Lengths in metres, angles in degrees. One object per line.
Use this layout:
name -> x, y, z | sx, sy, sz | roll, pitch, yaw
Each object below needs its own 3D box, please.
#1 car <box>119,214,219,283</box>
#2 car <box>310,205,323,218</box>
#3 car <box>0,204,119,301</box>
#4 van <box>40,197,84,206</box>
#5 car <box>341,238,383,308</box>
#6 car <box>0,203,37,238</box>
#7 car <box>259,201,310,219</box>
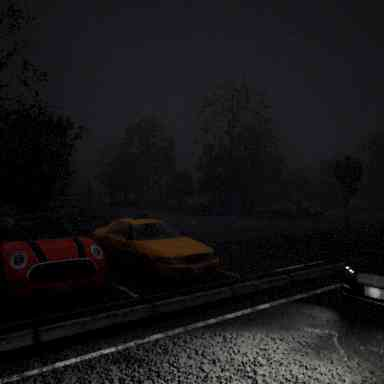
car -> -1.389, 1.485, 10.089 | 1.946, 1.575, 5.366 | 0, 0, -36
car -> 11.278, 1.752, 34.599 | 2.185, 1.767, 4.553 | 2, -1, -36
car -> -3.881, 1.348, 8.557 | 2.185, 1.767, 4.553 | 0, 0, -36
van -> -8.079, 1.266, 20.473 | 1.878, 1.987, 4.442 | 0, 0, -36
car -> 5.206, 1.531, 7.266 | 4.902, 1.511, 2.128 | 1, 0, -35
car -> -10.523, 1.475, 19.083 | 1.946, 1.575, 5.366 | 0, 0, -36
car -> 8.731, 1.849, 32.706 | 2.002, 1.452, 4.674 | 2, -1, -36
